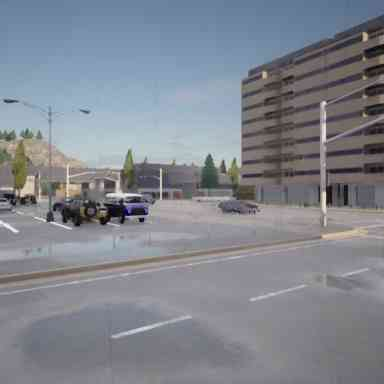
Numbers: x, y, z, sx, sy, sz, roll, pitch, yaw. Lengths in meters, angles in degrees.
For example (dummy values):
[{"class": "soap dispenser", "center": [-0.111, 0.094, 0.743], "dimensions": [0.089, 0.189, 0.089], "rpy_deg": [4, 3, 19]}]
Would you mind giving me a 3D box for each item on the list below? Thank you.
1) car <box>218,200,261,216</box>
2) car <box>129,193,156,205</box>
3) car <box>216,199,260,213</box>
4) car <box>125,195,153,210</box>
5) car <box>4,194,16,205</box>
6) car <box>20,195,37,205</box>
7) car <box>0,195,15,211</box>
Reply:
[{"class": "car", "center": [5.020, 1.618, 34.053], "dimensions": [1.994, 1.385, 4.181], "rpy_deg": [0, 0, -35]}, {"class": "car", "center": [-8.577, 1.281, 59.361], "dimensions": [2.150, 2.045, 5.566], "rpy_deg": [0, 0, -35]}, {"class": "car", "center": [5.346, 1.602, 39.634], "dimensions": [2.033, 1.411, 5.357], "rpy_deg": [0, 0, -35]}, {"class": "car", "center": [-8.447, 1.619, 53.058], "dimensions": [1.994, 1.385, 4.181], "rpy_deg": [0, 0, -35]}, {"class": "car", "center": [-29.647, 1.211, 53.739], "dimensions": [1.905, 1.878, 3.866], "rpy_deg": [0, 0, -35]}, {"class": "car", "center": [-27.251, 1.208, 55.363], "dimensions": [1.932, 1.855, 4.605], "rpy_deg": [0, 0, -35]}, {"class": "car", "center": [-21.785, 1.451, 37.908], "dimensions": [1.970, 1.475, 3.806], "rpy_deg": [0, 0, -35]}]
